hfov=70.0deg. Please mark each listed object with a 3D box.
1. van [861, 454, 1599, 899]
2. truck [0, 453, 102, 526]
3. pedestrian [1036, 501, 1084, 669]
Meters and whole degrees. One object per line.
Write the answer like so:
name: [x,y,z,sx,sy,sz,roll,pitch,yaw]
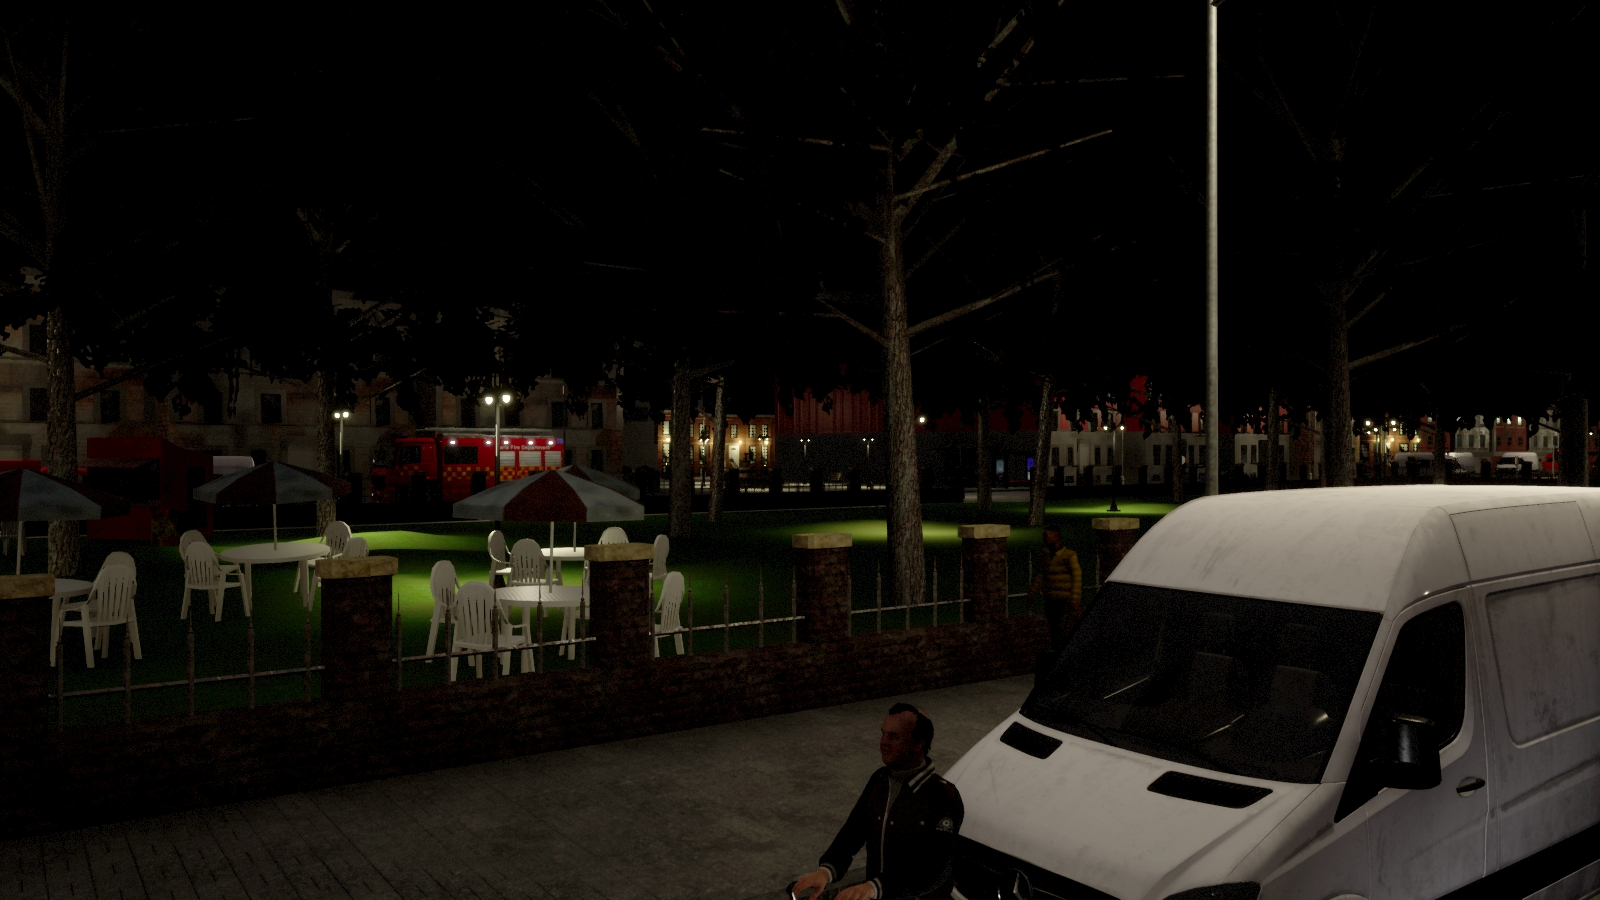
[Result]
van: [3.302,1.314,6.746,5.915,2.561,1.988,0,0,-35]
truck: [-27.722,1.349,40.258,5.204,2.467,2.627,0,0,-35]
pedestrian: [2.974,1.525,13.074,0.375,1.860,0.375,0,0,-36]
